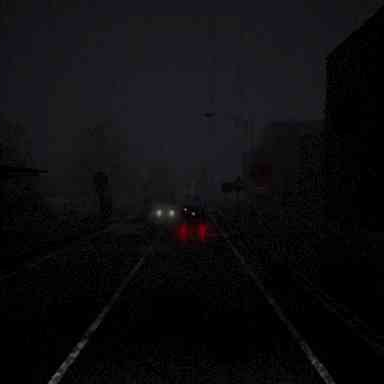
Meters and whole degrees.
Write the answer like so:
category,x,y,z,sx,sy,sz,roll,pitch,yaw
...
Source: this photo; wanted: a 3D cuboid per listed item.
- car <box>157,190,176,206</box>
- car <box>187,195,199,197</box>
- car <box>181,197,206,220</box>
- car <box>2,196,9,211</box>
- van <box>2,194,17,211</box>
category,x,y,z,sx,sy,sz,roll,pitch,yaw
car,-3.258,0.781,43.478,2.150,2.045,5.566,0,1,0
car,0.111,1.083,41.477,2.128,1.511,4.902,0,1,0
car,0.108,1.362,26.229,1.812,1.442,4.674,0,1,0
car,-22.139,1.434,34.393,4.792,1.488,2.163,0,0,0
van,-21.996,1.173,37.166,4.442,1.987,1.878,0,0,0
